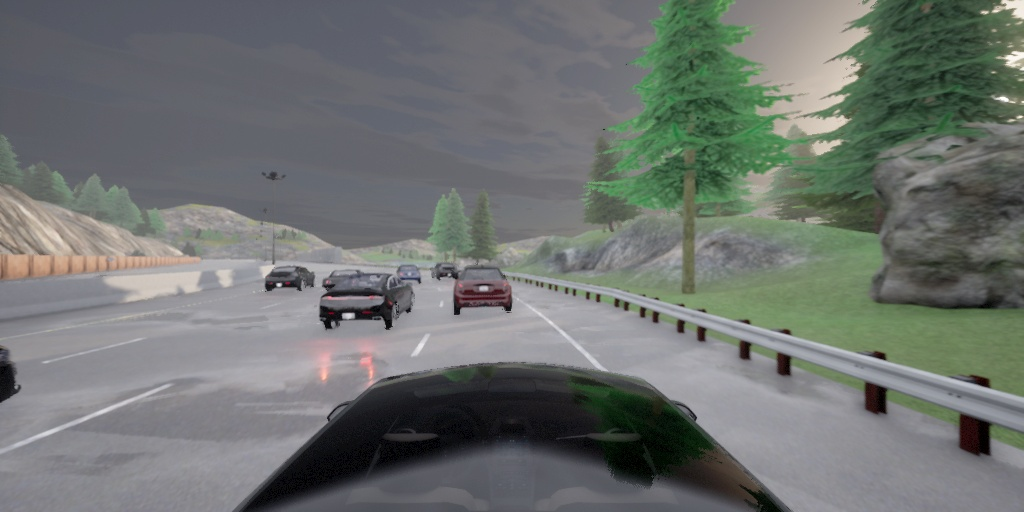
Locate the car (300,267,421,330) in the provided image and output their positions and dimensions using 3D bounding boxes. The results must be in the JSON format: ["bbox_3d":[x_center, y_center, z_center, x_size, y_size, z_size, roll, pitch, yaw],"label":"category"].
[{"bbox_3d":[-4.346,1.289,11.372,2.128,1.511,4.902,0,0,-6],"label":"car"}]

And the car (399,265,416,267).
[{"bbox_3d":[-8.408,1.417,28.929,2.033,1.411,5.357,0,0,-19],"label":"car"}]

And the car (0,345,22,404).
[{"bbox_3d":[-7.156,1.268,2.470,2.128,1.511,4.902,0,0,-1],"label":"car"}]

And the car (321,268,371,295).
[{"bbox_3d":[-9.838,1.451,21.614,1.895,1.301,4.718,0,0,-14],"label":"car"}]

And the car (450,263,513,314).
[{"bbox_3d":[-1.296,1.149,14.369,2.097,1.767,4.553,0,0,-9],"label":"car"}]

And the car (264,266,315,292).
[{"bbox_3d":[-13.748,1.371,22.462,1.837,1.490,4.892,0,0,-16],"label":"car"}]

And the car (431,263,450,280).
[{"bbox_3d":[-6.203,1.380,32.716,1.837,1.490,4.892,0,0,-21],"label":"car"}]
